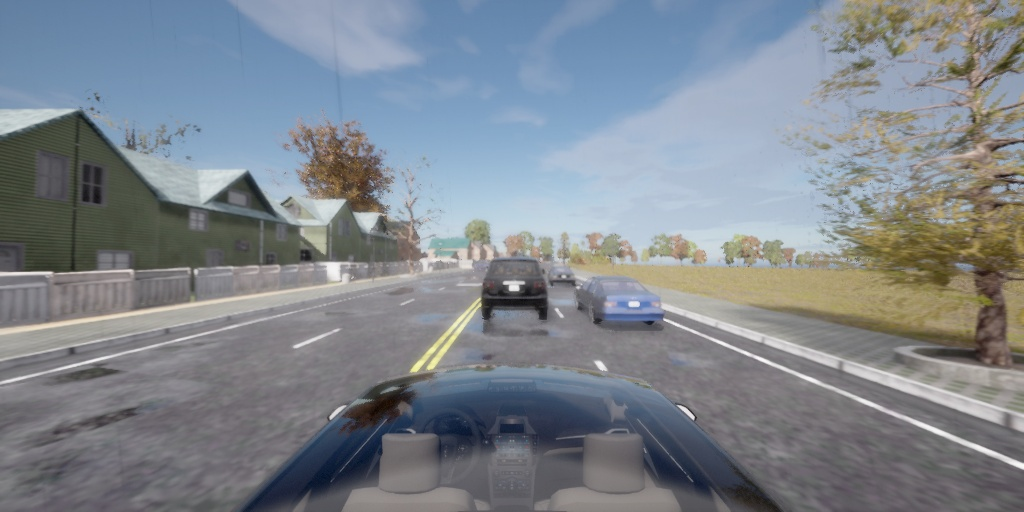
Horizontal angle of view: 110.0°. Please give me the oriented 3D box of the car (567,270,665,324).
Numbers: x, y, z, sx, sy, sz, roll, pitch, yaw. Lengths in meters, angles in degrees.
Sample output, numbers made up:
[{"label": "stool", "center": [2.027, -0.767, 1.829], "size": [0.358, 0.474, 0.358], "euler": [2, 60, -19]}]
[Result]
[{"label": "car", "center": [3.349, 1.366, 12.193], "size": [2.033, 1.411, 5.357], "euler": [0, 0, 1]}]

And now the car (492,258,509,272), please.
[{"label": "car", "center": [-1.666, 1.357, 55.122], "size": [2.150, 2.045, 5.566], "euler": [0, -1, 4]}]

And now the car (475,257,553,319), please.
[{"label": "car", "center": [0.126, 1.049, 13.286], "size": [2.150, 2.045, 5.566], "euler": [0, 0, 1]}]

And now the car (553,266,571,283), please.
[{"label": "car", "center": [3.671, 1.468, 27.145], "size": [2.033, 1.411, 5.357], "euler": [0, 0, 2]}]
